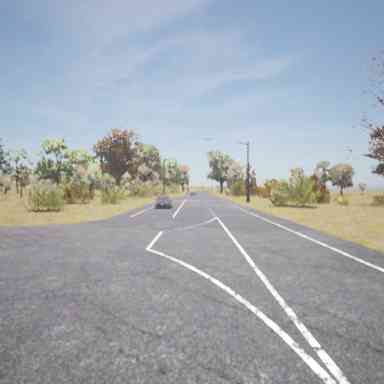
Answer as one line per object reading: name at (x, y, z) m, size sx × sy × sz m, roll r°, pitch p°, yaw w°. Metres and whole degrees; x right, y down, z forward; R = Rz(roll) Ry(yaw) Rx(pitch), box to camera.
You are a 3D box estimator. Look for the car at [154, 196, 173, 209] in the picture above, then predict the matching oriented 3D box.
car at (-3.219, 1.194, 38.402) m, size 1.837 × 1.490 × 4.892 m, roll 0°, pitch 1°, yaw 0°
